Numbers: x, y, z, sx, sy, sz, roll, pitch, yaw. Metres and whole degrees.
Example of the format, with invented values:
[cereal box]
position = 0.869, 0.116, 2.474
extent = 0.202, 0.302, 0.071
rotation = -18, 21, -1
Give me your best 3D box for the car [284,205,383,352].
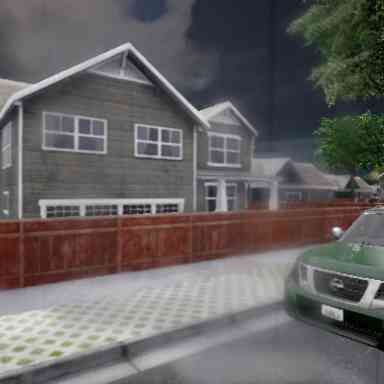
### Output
[car]
position = 4.105, 1.254, 5.993
extent = 5.566, 2.045, 2.150
rotation = 0, 0, -35
